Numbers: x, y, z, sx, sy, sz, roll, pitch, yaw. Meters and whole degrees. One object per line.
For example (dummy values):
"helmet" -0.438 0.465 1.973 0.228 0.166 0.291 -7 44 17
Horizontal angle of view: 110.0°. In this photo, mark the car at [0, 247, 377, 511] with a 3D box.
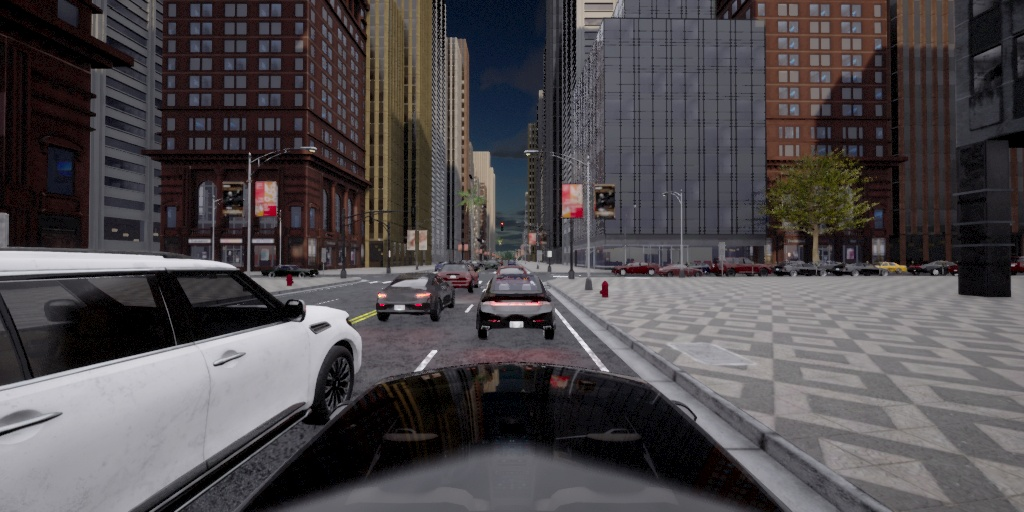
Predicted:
"car" -3.155 0.972 2.587 2.150 2.045 5.566 0 0 0

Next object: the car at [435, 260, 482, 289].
"car" -3.162 1.140 21.346 2.097 1.767 4.553 0 0 0

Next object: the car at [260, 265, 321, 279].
"car" -21.477 1.521 34.923 4.718 1.301 1.895 0 -1 0

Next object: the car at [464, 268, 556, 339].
"car" 0.093 1.248 10.056 2.128 1.511 4.902 0 0 0

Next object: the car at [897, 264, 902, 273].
"car" 43.182 1.292 41.899 4.829 1.417 1.751 0 0 -1

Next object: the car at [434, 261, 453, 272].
"car" -9.870 1.492 51.901 1.812 1.442 4.674 0 0 0

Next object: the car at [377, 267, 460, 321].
"car" -3.157 1.287 12.366 1.812 1.442 4.674 0 0 0

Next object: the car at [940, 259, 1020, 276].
"car" 43.484 1.211 33.379 4.507 1.381 1.888 0 0 -1

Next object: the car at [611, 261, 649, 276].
"car" 13.243 1.296 38.675 5.008 1.535 1.882 0 -1 -2

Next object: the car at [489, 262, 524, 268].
"car" -0.012 1.259 19.556 1.882 1.535 5.008 0 0 0

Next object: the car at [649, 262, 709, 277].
"car" 15.296 1.325 32.922 4.207 1.307 1.802 0 0 -1

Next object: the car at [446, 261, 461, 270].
"car" -9.866 1.554 60.823 1.812 1.442 4.674 0 0 0

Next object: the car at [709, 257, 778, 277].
"car" 20.934 1.039 33.014 5.009 1.841 2.192 0 0 -1

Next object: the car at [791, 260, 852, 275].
"car" 33.570 1.248 38.984 4.902 1.511 2.128 0 -1 -1

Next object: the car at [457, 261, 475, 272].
"car" -6.630 1.460 52.178 2.128 1.511 4.902 0 0 0

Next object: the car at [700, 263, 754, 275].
"car" 23.160 1.386 38.822 4.718 1.301 1.895 0 -1 -1

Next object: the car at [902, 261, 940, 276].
"car" 42.832 1.203 35.994 4.892 1.490 1.837 0 -1 -1

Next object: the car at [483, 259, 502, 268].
"car" -3.215 1.367 59.119 2.097 1.767 4.553 0 0 0

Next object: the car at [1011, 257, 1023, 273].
"car" 49.123 0.970 33.470 5.009 1.841 2.192 0 0 -1

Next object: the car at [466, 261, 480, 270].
"car" -6.616 1.557 61.278 1.812 1.442 4.674 0 0 0

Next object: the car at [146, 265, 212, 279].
"car" -32.371 1.571 34.926 4.718 1.301 1.895 0 -1 0

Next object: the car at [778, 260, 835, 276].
"car" 26.571 1.273 33.105 4.313 1.339 1.948 0 0 -1

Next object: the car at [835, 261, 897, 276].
"car" 32.208 1.257 33.196 4.313 1.339 1.948 0 0 -1
